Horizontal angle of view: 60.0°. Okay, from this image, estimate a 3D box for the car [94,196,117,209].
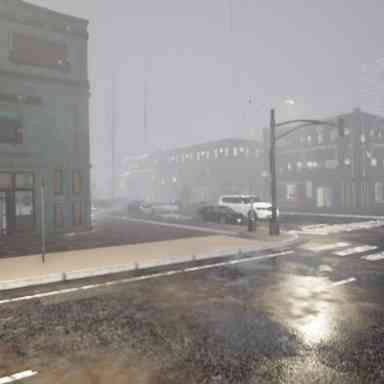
[{"bbox_3d":[-14.554,1.888,54.392,1.882,1.535,5.008,-1,0,-34],"label":"car"}]

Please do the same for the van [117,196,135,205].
[{"bbox_3d":[-11.349,1.662,59.754,1.690,1.788,3.998,-2,1,-35],"label":"van"}]

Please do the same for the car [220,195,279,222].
[{"bbox_3d":[4.332,1.252,26.781,2.150,2.045,5.566,-1,0,-35],"label":"car"}]

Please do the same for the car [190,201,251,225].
[{"bbox_3d":[2.081,1.652,25.266,1.947,1.339,4.313,-2,1,-35],"label":"car"}]

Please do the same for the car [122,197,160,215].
[{"bbox_3d":[-5.691,1.685,36.764,1.967,1.590,4.097,-2,1,-35],"label":"car"}]

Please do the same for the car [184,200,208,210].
[{"bbox_3d":[1.213,1.655,41.519,1.802,1.307,4.206,-2,1,-35],"label":"car"}]

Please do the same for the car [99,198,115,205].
[{"bbox_3d":[-17.620,1.985,68.873,1.887,1.381,4.507,-2,1,-35],"label":"car"}]

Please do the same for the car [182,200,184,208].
[{"bbox_3d":[-1.925,1.718,46.078,1.802,1.307,4.206,-2,1,-35],"label":"car"}]

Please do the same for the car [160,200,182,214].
[{"bbox_3d":[-3.517,1.791,38.199,1.895,1.301,4.718,-1,0,-35],"label":"car"}]

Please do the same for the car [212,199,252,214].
[{"bbox_3d":[4.351,1.560,36.959,2.008,1.369,4.403,-2,1,-35],"label":"car"}]
